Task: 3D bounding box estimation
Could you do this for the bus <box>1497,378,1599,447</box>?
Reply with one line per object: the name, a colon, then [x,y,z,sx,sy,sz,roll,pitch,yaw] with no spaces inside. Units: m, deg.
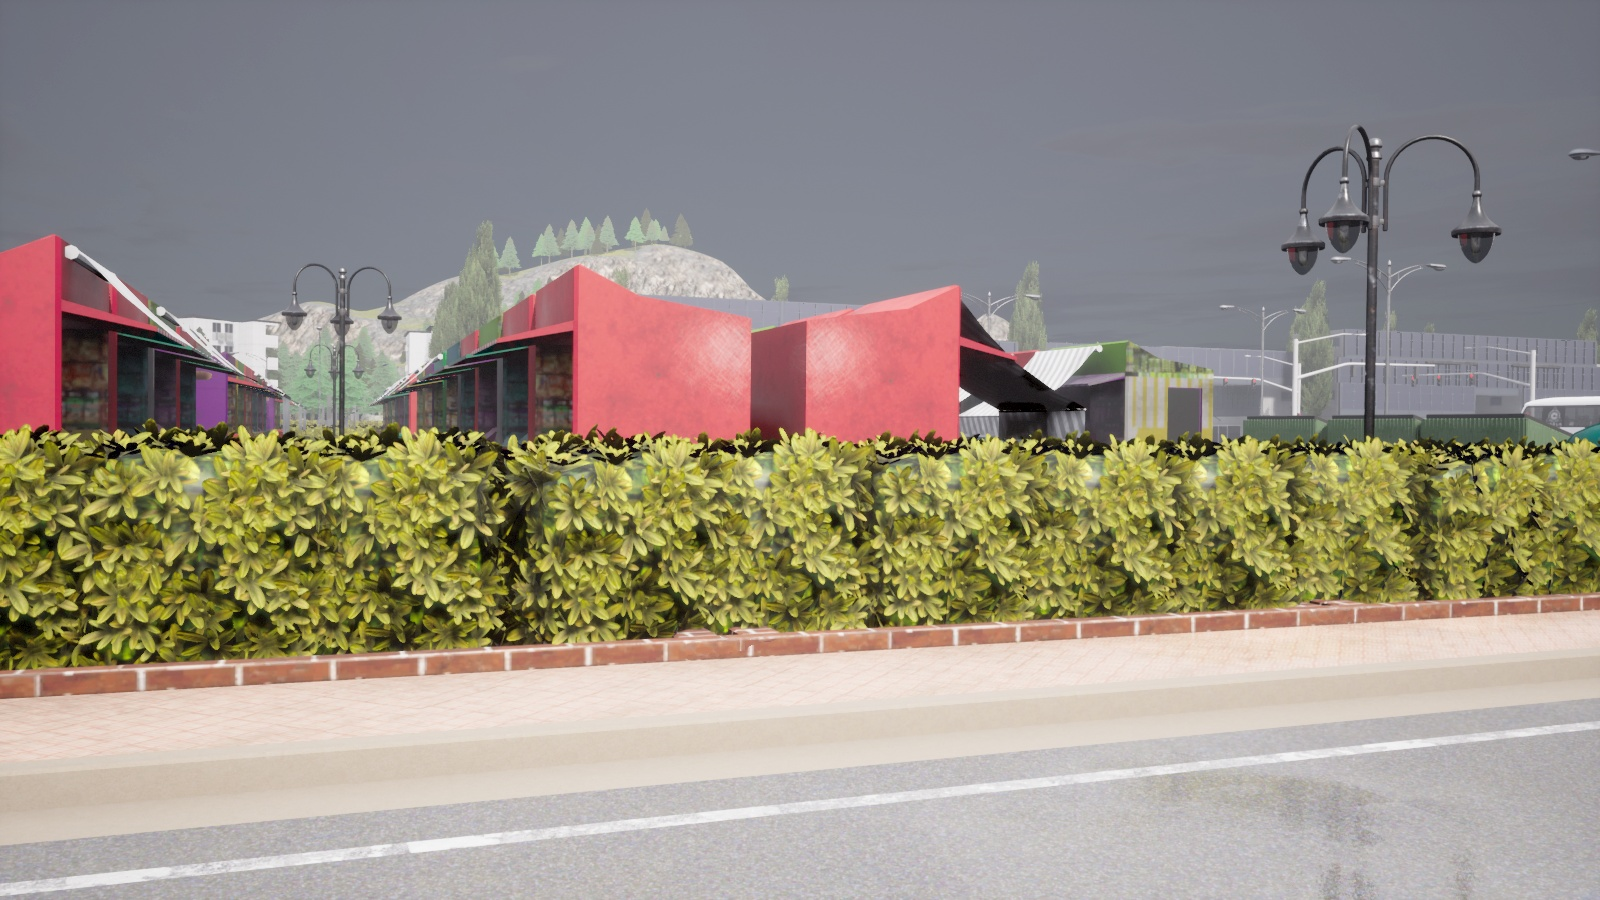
bus: [50.412,-2.368,80.068,3.944,4.253,10.273,-1,1,-21]
